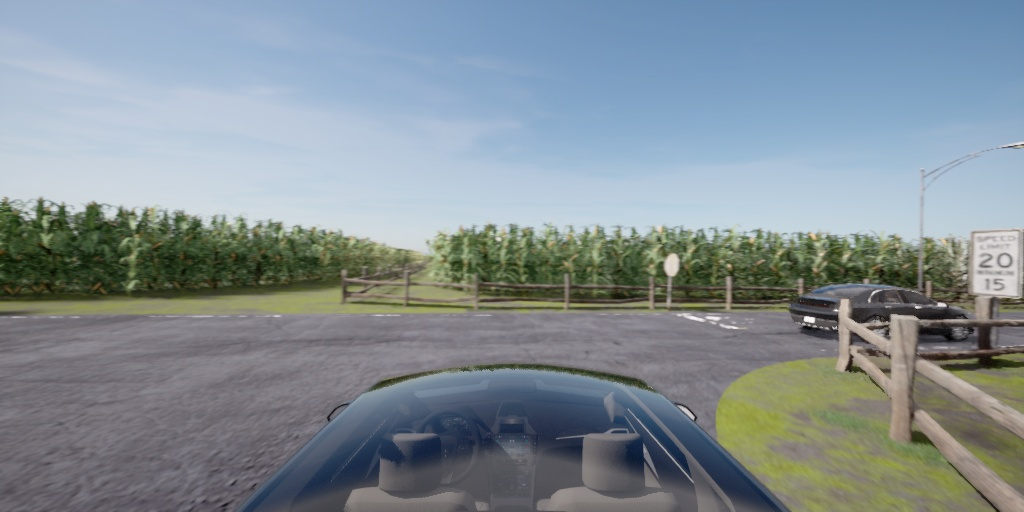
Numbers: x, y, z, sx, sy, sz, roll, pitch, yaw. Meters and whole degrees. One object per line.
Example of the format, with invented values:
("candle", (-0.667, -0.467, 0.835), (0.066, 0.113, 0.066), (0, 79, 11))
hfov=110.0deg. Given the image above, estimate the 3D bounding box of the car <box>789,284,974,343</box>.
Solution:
("car", (10.746, 1.603, 10.508), (4.892, 1.490, 1.837), (1, 0, -10))
